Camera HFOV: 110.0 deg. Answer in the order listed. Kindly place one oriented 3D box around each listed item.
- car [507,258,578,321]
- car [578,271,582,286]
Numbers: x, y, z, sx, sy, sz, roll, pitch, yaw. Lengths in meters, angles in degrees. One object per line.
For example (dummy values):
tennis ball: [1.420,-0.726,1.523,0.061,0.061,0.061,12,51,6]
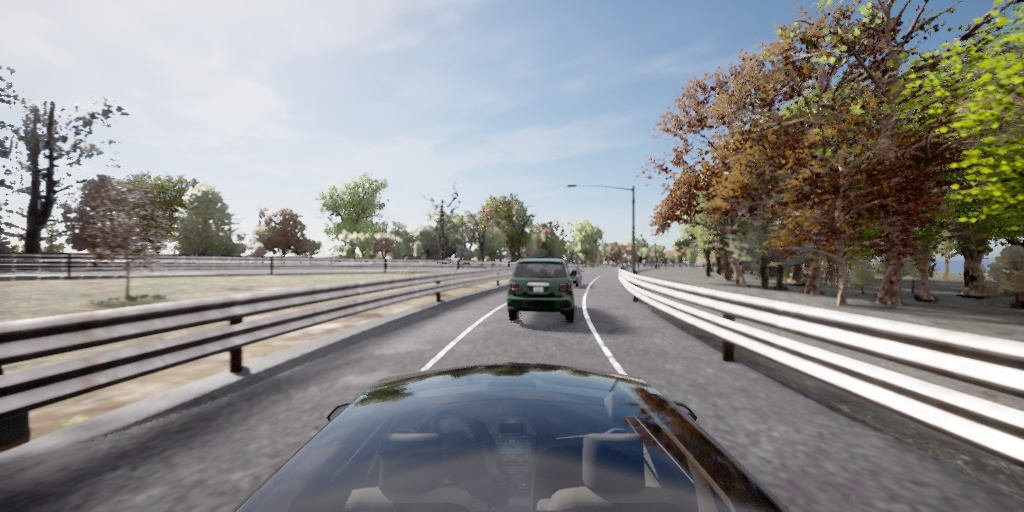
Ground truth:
car: [1.195,1.113,13.288,2.150,2.045,5.566,0,0,9]
car: [4.560,1.640,28.829,2.033,1.411,5.357,0,-1,15]
